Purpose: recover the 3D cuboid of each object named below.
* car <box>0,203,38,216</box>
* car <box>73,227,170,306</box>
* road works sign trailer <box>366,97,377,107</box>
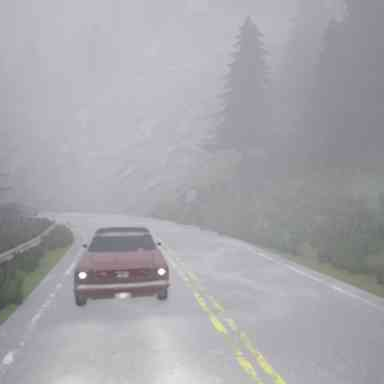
[{"bbox_3d":[-16.723,1.840,31.499,4.902,1.511,2.128,-2,2,30],"label":"car"},{"bbox_3d":[-1.723,1.604,8.302,1.895,1.301,4.718,0,0,-12],"label":"car"},{"bbox_3d":[13.486,-8.582,25.536,2.880,3.560,2.380,-20,-7,-13],"label":"road works sign trailer"}]
